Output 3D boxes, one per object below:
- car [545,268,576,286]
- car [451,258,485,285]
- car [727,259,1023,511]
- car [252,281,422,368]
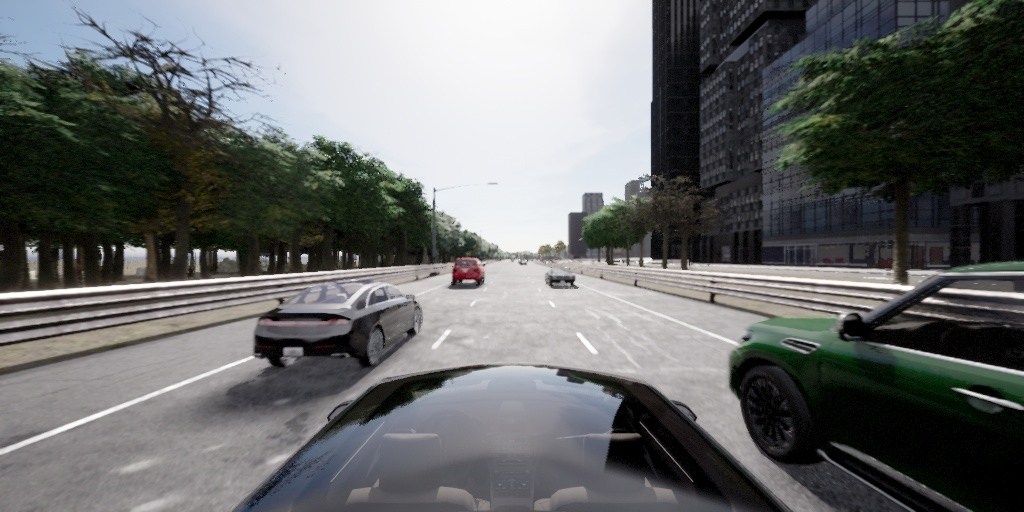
[{"bbox_3d":[3.614,1.572,27.733,1.895,1.301,4.718,0,0,0],"label":"car"},{"bbox_3d":[-3.386,1.200,28.454,2.150,2.045,5.566,0,0,0],"label":"car"},{"bbox_3d":[3.596,0.971,1.826,2.150,2.045,5.566,0,-1,0],"label":"car"},{"bbox_3d":[-3.397,1.296,8.000,2.128,1.511,4.902,0,0,0],"label":"car"}]
